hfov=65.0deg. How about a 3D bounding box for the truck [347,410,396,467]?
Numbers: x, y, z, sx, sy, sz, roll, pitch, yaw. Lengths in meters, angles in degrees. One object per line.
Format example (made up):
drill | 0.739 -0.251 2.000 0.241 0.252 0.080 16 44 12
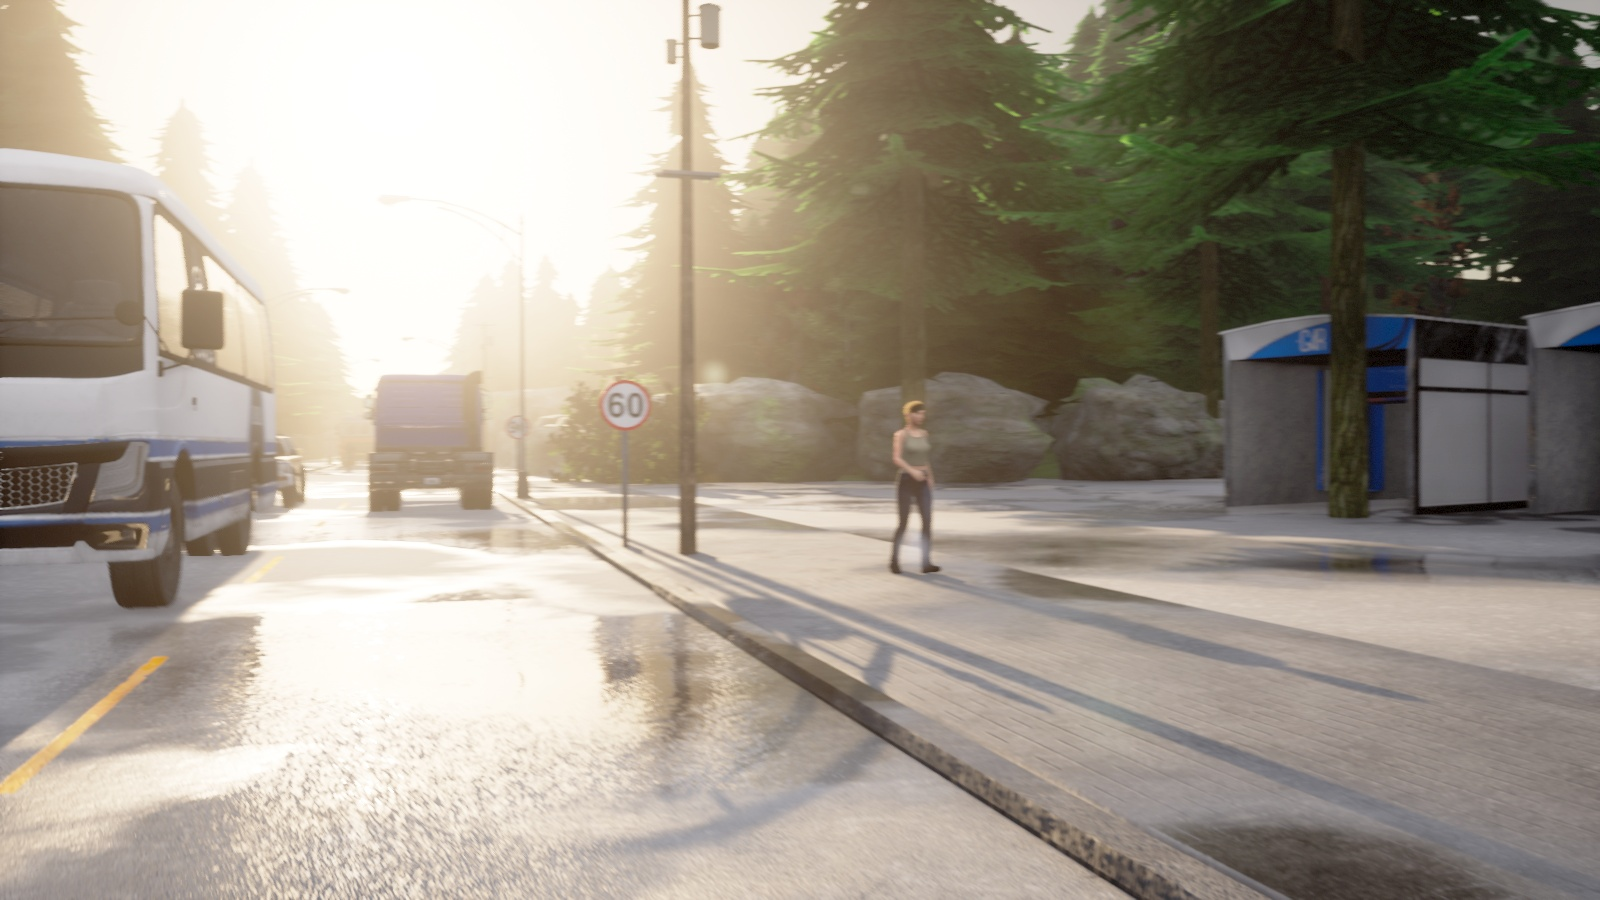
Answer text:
truck | -30.329 -0.822 89.080 2.891 3.827 8.468 0 0 -16

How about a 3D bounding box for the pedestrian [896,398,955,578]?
pedestrian | 1.301 0.384 13.093 0.345 1.836 0.594 0 0 -27

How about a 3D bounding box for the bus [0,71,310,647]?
bus | -8.044 -0.687 13.996 3.944 4.253 10.273 0 0 -17

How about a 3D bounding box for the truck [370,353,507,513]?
truck | -9.052 -0.382 31.409 2.891 3.462 7.936 0 0 -17

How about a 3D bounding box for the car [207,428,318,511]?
car | -12.959 0.429 30.531 1.932 1.855 4.605 0 0 -17
